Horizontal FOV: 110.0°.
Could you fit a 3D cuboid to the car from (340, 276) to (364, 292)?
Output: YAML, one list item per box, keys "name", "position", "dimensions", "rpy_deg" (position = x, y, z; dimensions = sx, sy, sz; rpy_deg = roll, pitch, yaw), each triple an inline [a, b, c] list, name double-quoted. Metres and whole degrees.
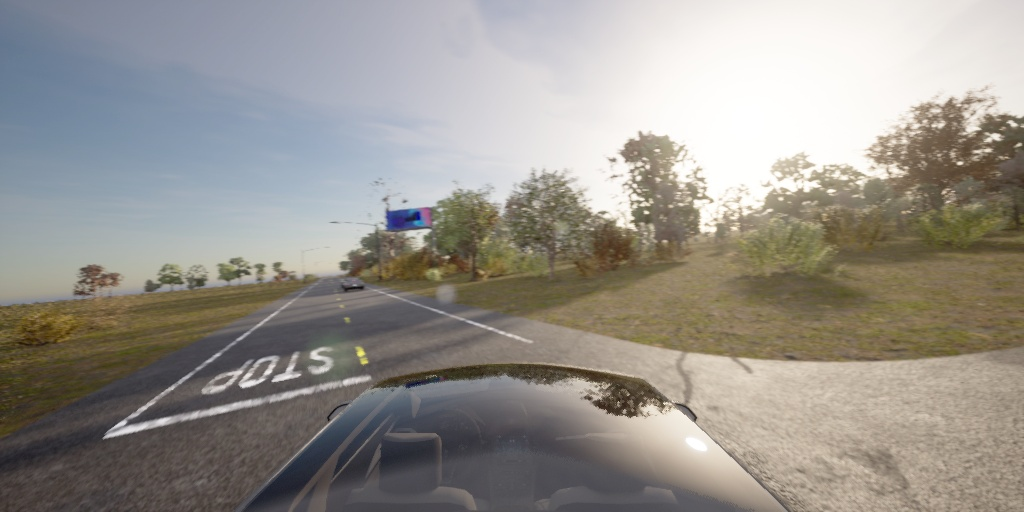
- name: "car"
  position: [-17.598, 3.149, 39.844]
  dimensions: [1.994, 1.385, 4.181]
  rpy_deg: [-5, 0, -27]
